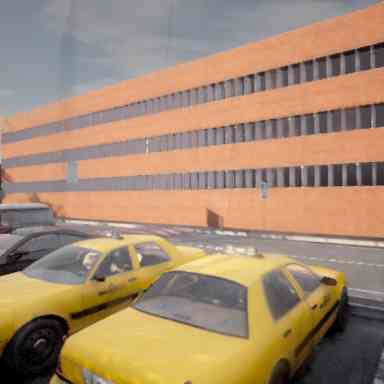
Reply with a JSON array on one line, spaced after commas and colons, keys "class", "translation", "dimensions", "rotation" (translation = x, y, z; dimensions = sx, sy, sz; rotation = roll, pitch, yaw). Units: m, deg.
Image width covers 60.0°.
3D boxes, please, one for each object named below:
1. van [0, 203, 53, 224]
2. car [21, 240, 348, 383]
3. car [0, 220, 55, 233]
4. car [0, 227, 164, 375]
[{"class": "van", "translation": [-6.250, 1.330, 9.307], "dimensions": [1.878, 1.987, 4.442], "rotation": [-1, 0, 35]}, {"class": "car", "translation": [0.829, 1.491, 4.630], "dimensions": [1.946, 1.575, 5.366], "rotation": [-1, 0, 35]}, {"class": "car", "translation": [-3.878, 1.575, 7.762], "dimensions": [2.002, 1.452, 4.674], "rotation": [-1, 0, 35]}, {"class": "car", "translation": [-1.688, 1.511, 5.968], "dimensions": [1.946, 1.575, 5.366], "rotation": [-1, 0, 36]}]
